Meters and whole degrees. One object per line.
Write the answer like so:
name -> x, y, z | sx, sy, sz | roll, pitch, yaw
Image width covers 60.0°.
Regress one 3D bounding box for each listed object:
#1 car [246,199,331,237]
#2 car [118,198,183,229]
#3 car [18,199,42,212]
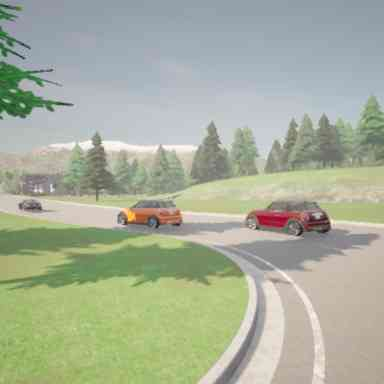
car -> 4.880, 1.216, 17.586 | 2.097, 1.767, 4.553 | -1, 0, -30
car -> -2.759, 1.276, 21.115 | 4.553, 1.767, 2.097 | 0, 0, 43
car -> -19.289, 1.546, 39.538 | 2.033, 1.411, 5.357 | -1, 0, -36
